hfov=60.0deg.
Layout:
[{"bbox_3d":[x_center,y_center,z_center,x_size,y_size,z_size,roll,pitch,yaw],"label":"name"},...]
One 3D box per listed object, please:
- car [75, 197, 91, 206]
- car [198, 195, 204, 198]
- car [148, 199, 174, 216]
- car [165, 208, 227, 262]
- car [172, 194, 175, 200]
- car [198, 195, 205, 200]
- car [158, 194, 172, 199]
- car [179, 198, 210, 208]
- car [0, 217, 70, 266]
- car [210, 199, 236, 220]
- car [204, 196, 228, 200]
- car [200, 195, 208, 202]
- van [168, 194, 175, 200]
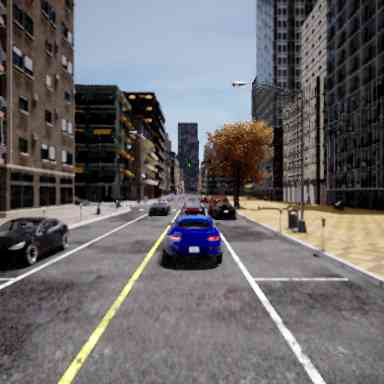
[{"bbox_3d":[-16.431,1.333,46.616,4.403,1.369,2.008,1,-1,-1],"label":"car"},{"bbox_3d":[2.683,1.546,66.024,1.887,1.381,4.507,0,0,0],"label":"car"},{"bbox_3d":[-3.067,1.592,32.293,1.895,1.301,4.718,0,0,0],"label":"car"},{"bbox_3d":[0.073,1.519,12.001,1.812,1.442,4.674,0,0,0],"label":"car"},{"bbox_3d":[-5.698,1.563,77.089,2.008,1.369,4.403,0,0,0],"label":"car"},{"bbox_3d":[2.680,1.613,93.687,1.802,1.307,4.206,0,0,0],"label":"car"},{"bbox_3d":[-5.697,1.553,66.023,2.008,1.369,4.403,0,0,0],"label":"car"},{"bbox_3d":[0.066,1.483,26.123,2.128,1.511,4.902,0,0,0],"label":"car"},{"bbox_3d":[-5.690,1.560,11.544,1.947,1.339,4.313,0,0,0],"label":"car"},{"bbox_3d":[2.689,1.557,28.113,1.947,1.339,4.313,0,0,0],"label":"car"},{"bbox_3d":[2.689,1.306,33.636,2.192,1.841,5.009,0,0,0],"label":"car"},{"bbox_3d":[2.682,1.537,77.259,1.752,1.417,4.829,0,0,0],"label":"car"},{"bbox_3d":[-5.700,1.373,93.687,1.690,1.788,3.998,0,0,0],"label":"van"}]
